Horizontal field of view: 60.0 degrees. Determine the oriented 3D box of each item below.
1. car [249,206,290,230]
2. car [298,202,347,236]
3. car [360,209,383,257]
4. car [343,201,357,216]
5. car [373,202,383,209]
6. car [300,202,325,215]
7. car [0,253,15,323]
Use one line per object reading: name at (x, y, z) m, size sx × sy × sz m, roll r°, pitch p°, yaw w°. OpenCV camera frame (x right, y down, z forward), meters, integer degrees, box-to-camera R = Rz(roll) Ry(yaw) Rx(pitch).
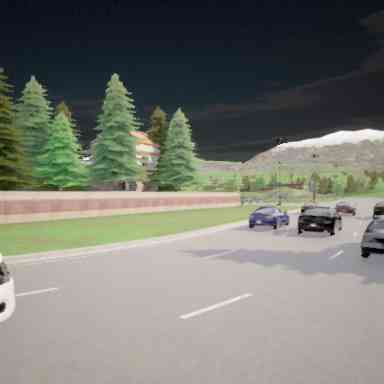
car at (5.257, 1.675, 22.376) m, size 1.812 × 1.442 × 4.674 m, roll 0°, pitch 0°, yaw 30°
car at (7.578, 1.593, 19.461) m, size 1.882 × 1.535 × 5.008 m, roll 0°, pitch 0°, yaw 31°
car at (7.589, 1.610, 12.587) m, size 2.033 × 1.411 × 5.357 m, roll -1°, pitch 0°, yaw 33°
car at (16.207, 1.717, 34.954) m, size 1.812 × 1.442 × 4.674 m, roll -1°, pitch -1°, yaw 28°
car at (18.008, 1.629, 30.926) m, size 1.882 × 1.535 × 5.008 m, roll -1°, pitch -1°, yaw 29°
car at (13.665, 1.825, 37.549) m, size 1.895 × 1.301 × 4.718 m, roll -1°, pitch -1°, yaw 29°
car at (-5.465, 1.285, 4.342) m, size 5.566 × 2.045 × 2.150 m, roll 0°, pitch 0°, yaw -33°
